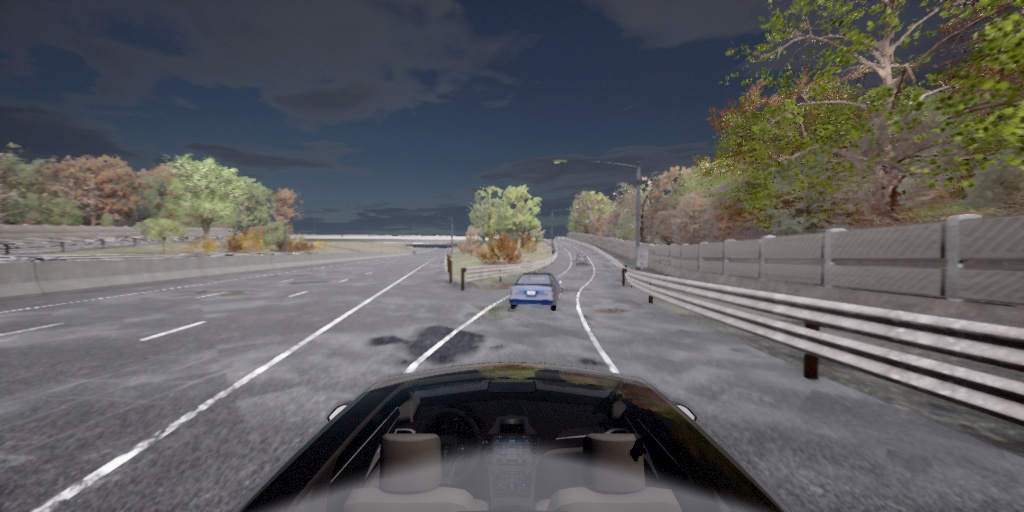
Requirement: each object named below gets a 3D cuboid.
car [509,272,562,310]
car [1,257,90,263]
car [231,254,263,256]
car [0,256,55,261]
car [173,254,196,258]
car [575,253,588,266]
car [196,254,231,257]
[{"bbox_3d":[1.096,1.382,15.346,2.033,1.411,5.357,1,0,9],"label":"car"},{"bbox_3d":[-26.646,0.874,21.642,1.895,1.301,4.718,0,1,-10],"label":"car"},{"bbox_3d":[-30.292,0.519,42.014,1.994,1.385,4.181,0,1,-10],"label":"car"},{"bbox_3d":[-30.341,0.734,22.440,2.128,1.511,4.902,0,1,-10],"label":"car"},{"bbox_3d":[-37.240,0.479,41.175,2.033,1.411,5.357,0,1,-10],"label":"car"},{"bbox_3d":[11.194,0.819,57.532,2.033,1.411,5.357,1,3,10],"label":"car"},{"bbox_3d":[-33.785,0.467,41.695,1.812,1.442,4.674,0,1,-10],"label":"car"}]
